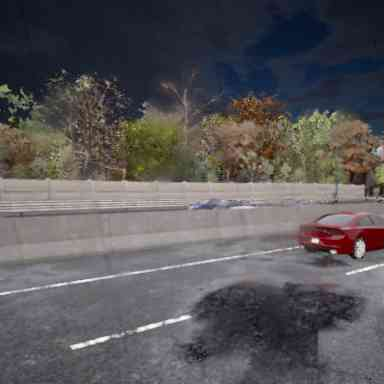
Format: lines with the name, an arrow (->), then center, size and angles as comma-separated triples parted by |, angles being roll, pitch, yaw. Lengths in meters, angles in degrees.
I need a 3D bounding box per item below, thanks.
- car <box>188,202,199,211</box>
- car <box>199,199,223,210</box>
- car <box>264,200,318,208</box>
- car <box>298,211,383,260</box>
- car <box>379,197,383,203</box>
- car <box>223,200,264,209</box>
car -> 1.723, 1.476, 35.314 | 4.674, 1.442, 1.812 | 0, 0, -35
car -> 3.663, 1.498, 32.402 | 5.357, 1.411, 2.033 | 0, 0, -35
car -> 8.591, 1.440, 27.316 | 4.902, 1.511, 2.128 | 0, 0, -35
car -> 6.064, 1.448, 12.372 | 5.008, 1.535, 1.882 | 0, 0, -36
car -> 35.145, 1.360, 59.038 | 5.008, 1.535, 1.882 | 0, 0, -35
car -> 5.334, 1.552, 29.293 | 4.718, 1.301, 1.895 | 0, 0, -35
